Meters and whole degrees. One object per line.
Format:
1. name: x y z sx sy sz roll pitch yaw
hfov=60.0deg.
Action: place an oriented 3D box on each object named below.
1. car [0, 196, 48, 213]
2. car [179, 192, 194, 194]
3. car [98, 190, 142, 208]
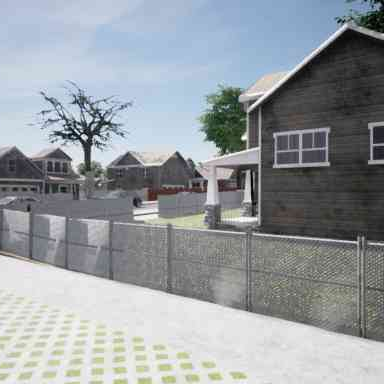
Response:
1. car: -12.429 1.075 23.236 2.128 1.511 4.902 0 2 35
2. car: -0.920 0.638 39.537 1.895 1.301 4.718 0 2 35
3. car: -6.843 0.669 31.149 2.097 1.767 4.553 0 2 35
